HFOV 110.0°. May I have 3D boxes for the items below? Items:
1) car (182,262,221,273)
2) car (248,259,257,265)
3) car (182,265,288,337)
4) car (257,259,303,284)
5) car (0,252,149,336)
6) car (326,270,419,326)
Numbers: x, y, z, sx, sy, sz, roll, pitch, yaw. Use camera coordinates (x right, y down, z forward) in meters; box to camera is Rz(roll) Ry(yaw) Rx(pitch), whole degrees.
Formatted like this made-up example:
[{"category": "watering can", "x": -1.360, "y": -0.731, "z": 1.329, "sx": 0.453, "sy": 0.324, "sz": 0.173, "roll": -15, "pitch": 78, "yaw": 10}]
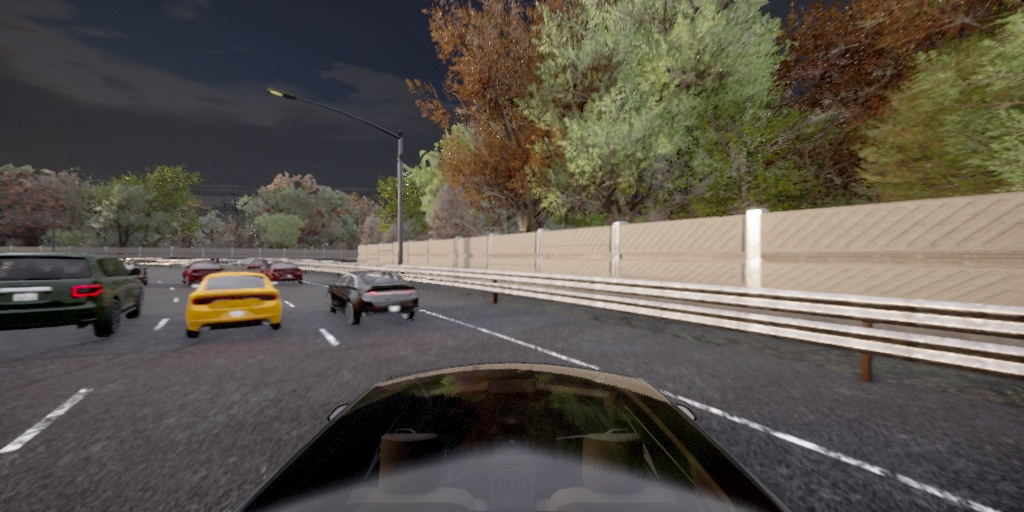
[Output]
[{"category": "car", "x": -20.640, "y": 1.131, "z": 24.033, "sx": 5.008, "sy": 1.535, "sz": 1.882, "roll": 0, "pitch": 0, "yaw": 43}, {"category": "car", "x": -34.836, "y": 1.140, "z": 49.507, "sx": 1.994, "sy": 1.385, "sz": 4.181, "roll": 0, "pitch": 0, "yaw": -24}, {"category": "car", "x": -7.929, "y": 1.190, "z": 10.357, "sx": 1.882, "sy": 1.535, "sz": 5.008, "roll": 0, "pitch": 0, "yaw": -37}, {"category": "car", "x": -16.108, "y": 1.146, "z": 25.025, "sx": 1.882, "sy": 1.535, "sz": 5.008, "roll": 0, "pitch": 0, "yaw": -43}, {"category": "car", "x": -11.601, "y": 0.923, "z": 9.418, "sx": 2.150, "sy": 2.045, "sz": 5.566, "roll": 0, "pitch": 0, "yaw": -39}, {"category": "car", "x": -4.656, "y": 1.214, "z": 11.664, "sx": 2.128, "sy": 1.511, "sz": 4.902, "roll": 0, "pitch": 0, "yaw": -37}]
